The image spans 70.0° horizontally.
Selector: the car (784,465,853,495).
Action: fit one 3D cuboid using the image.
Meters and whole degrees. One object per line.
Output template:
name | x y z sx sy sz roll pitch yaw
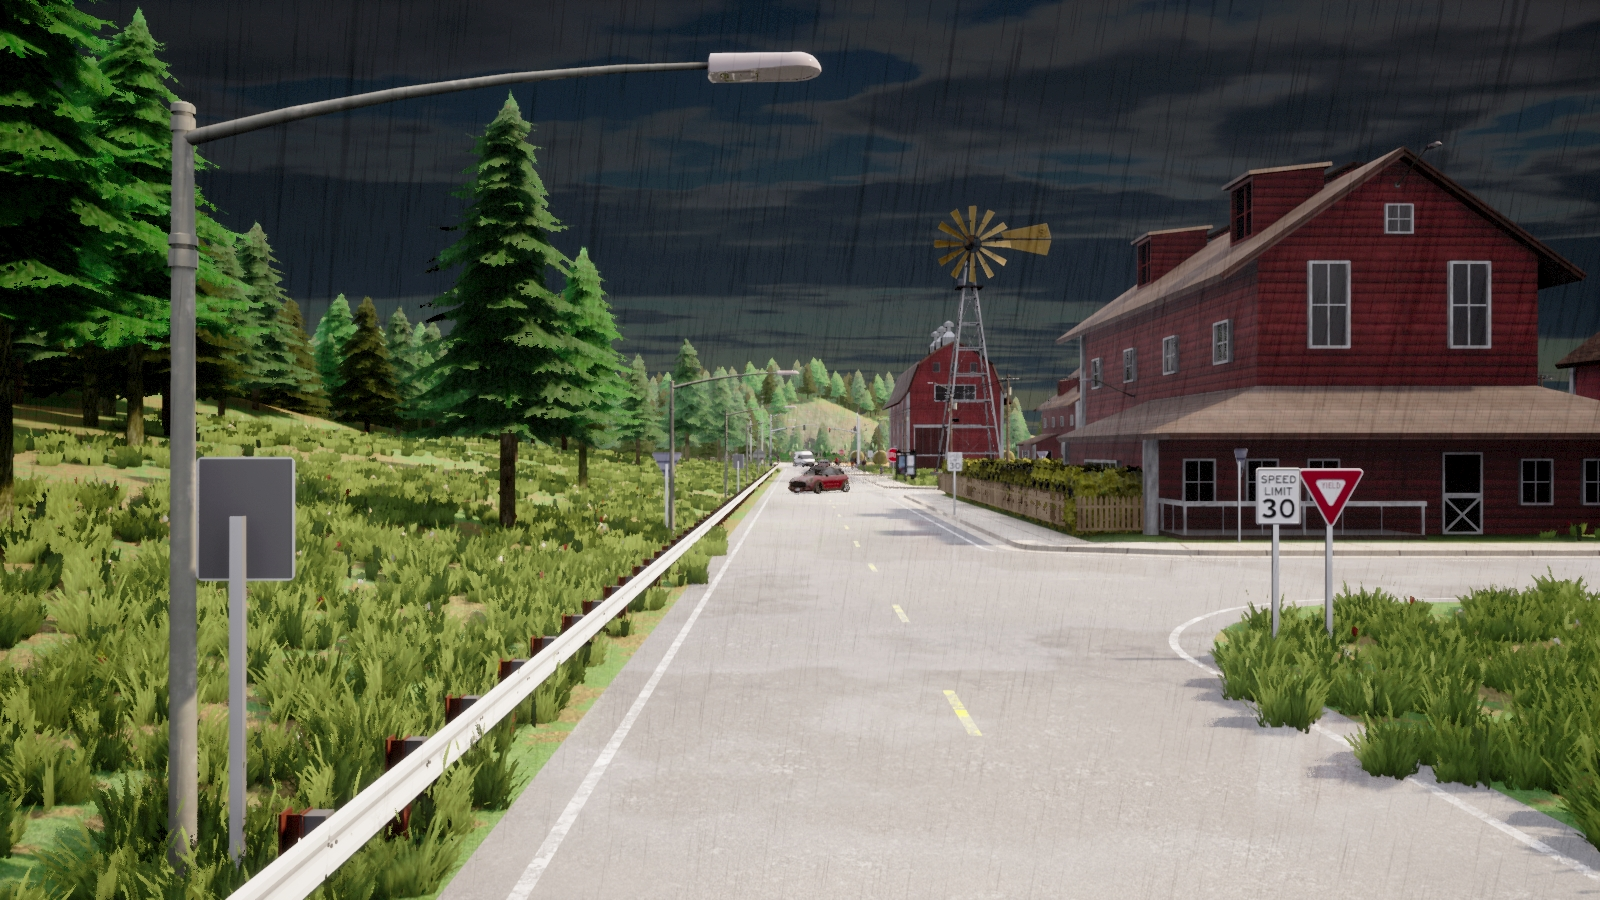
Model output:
car | 1.219 1.906 73.446 2.097 1.767 4.553 0 0 38
